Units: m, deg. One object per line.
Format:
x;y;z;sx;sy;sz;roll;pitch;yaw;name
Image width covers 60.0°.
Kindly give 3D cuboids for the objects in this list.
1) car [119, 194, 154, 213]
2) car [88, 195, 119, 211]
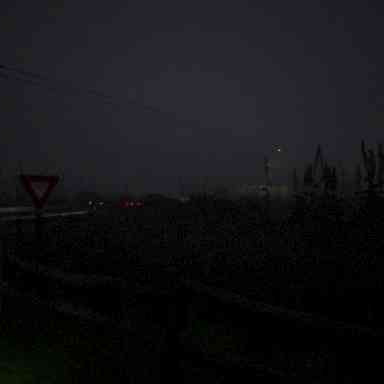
-3.049;0.857;27.282;2.033;1.411;5.357;1;2;38;car
-6.532;0.912;28.763;1.895;1.301;4.718;1;2;37;car
